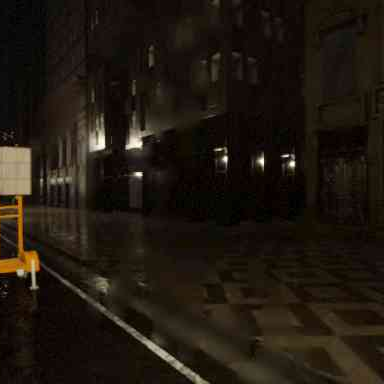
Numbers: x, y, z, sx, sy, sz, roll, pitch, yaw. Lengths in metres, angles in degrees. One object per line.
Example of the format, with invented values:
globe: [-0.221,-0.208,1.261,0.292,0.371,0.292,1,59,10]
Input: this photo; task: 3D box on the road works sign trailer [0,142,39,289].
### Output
road works sign trailer: [-5.373,0.514,8.398,2.380,3.560,2.880,0,0,-36]
